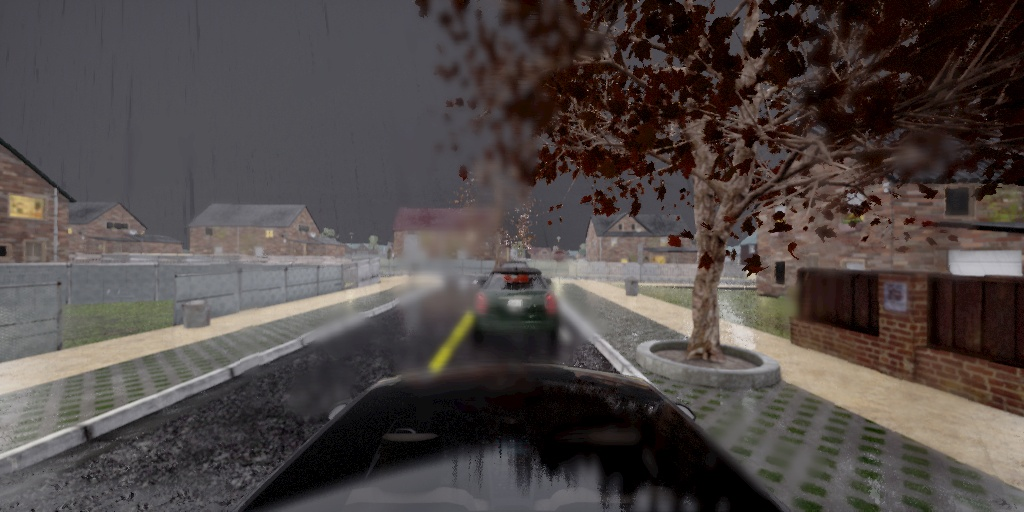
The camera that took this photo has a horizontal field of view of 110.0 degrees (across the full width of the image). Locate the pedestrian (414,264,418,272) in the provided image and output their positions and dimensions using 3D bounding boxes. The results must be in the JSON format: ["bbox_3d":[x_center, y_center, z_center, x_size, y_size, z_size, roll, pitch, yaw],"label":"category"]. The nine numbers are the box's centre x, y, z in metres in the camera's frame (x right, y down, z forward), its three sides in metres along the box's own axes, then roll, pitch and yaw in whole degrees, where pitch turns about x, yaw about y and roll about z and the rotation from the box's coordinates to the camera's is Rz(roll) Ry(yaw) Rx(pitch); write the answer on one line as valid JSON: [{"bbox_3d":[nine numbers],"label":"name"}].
[{"bbox_3d":[-9.652,0.698,36.042,0.375,1.860,0.375,0,-1,0],"label":"pedestrian"}]

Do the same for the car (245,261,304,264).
[{"bbox_3d":[-19.667,0.818,30.131,5.008,1.535,1.882,1,0,0],"label":"car"}]

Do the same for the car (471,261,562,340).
[{"bbox_3d":[0.110,1.085,10.110,2.097,1.767,4.553,0,0,0],"label":"car"}]
